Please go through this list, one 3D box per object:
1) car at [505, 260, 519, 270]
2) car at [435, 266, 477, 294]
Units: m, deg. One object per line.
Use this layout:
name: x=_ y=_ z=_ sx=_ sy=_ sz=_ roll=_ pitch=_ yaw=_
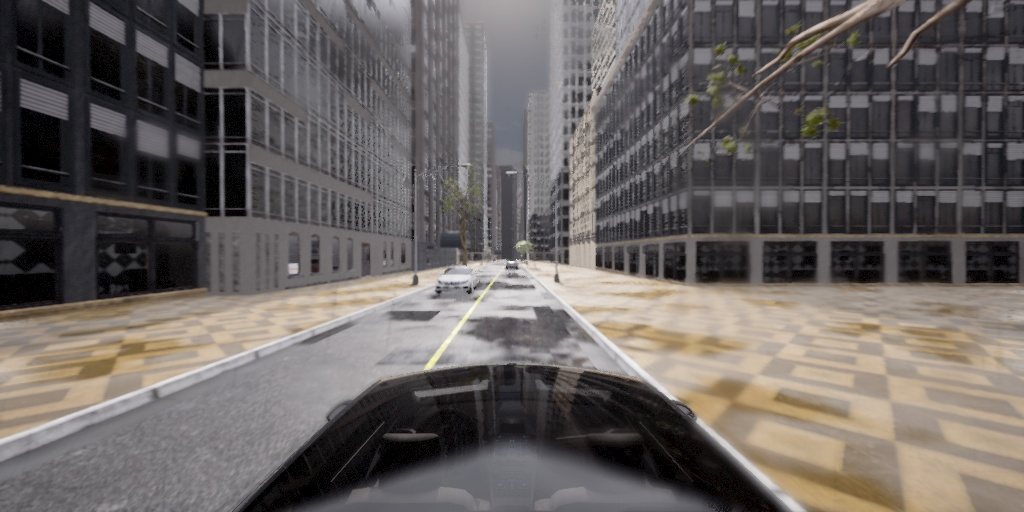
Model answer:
car: x=-0.003 y=1.331 z=53.031 sx=2.033 sy=1.411 sz=5.357 roll=0 pitch=0 yaw=0
car: x=-3.014 y=1.281 z=20.250 sx=1.812 sy=1.442 sz=4.674 roll=0 pitch=0 yaw=0
